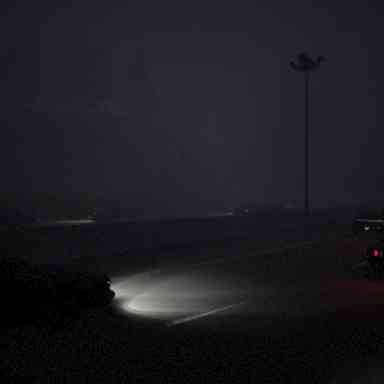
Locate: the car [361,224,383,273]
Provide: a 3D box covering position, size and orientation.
[{"bbox_3d":[7.126,1.729,10.161,4.718,1.301,1.895,1,-1,-44],"label":"car"}]

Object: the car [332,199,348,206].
[{"bbox_3d":[32.231,2.342,71.695,1.812,1.442,4.674,0,-1,36],"label":"car"}]

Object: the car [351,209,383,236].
[{"bbox_3d":[10.681,1.723,19.192,2.128,1.511,4.902,0,-1,40],"label":"car"}]

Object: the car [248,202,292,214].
[{"bbox_3d":[7.736,1.833,32.625,1.882,1.535,5.008,0,-1,36],"label":"car"}]

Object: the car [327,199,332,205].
[{"bbox_3d":[34.013,2.355,80.032,2.033,1.411,5.357,0,-1,36],"label":"car"}]

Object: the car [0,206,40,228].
[{"bbox_3d":[-12.393,1.659,21.162,4.902,1.511,2.128,1,-1,-39],"label":"car"}]

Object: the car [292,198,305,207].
[{"bbox_3d":[22.462,2.140,70.223,2.097,1.767,4.553,0,-1,36],"label":"car"}]

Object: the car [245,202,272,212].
[{"bbox_3d":[9.422,2.103,46.708,1.895,1.301,4.718,0,-1,37],"label":"car"}]

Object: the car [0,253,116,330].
[{"bbox_3d":[-4.034,1.587,5.318,5.357,1.411,2.033,1,-1,-36],"label":"car"}]

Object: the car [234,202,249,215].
[{"bbox_3d":[6.475,1.870,36.808,1.882,1.535,5.008,0,-1,36],"label":"car"}]

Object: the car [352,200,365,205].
[{"bbox_3d":[34.540,2.398,68.927,1.895,1.301,4.718,0,-1,36],"label":"car"}]

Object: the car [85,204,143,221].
[{"bbox_3d":[-7.062,1.830,30.870,2.033,1.411,5.357,0,-1,44],"label":"car"}]
